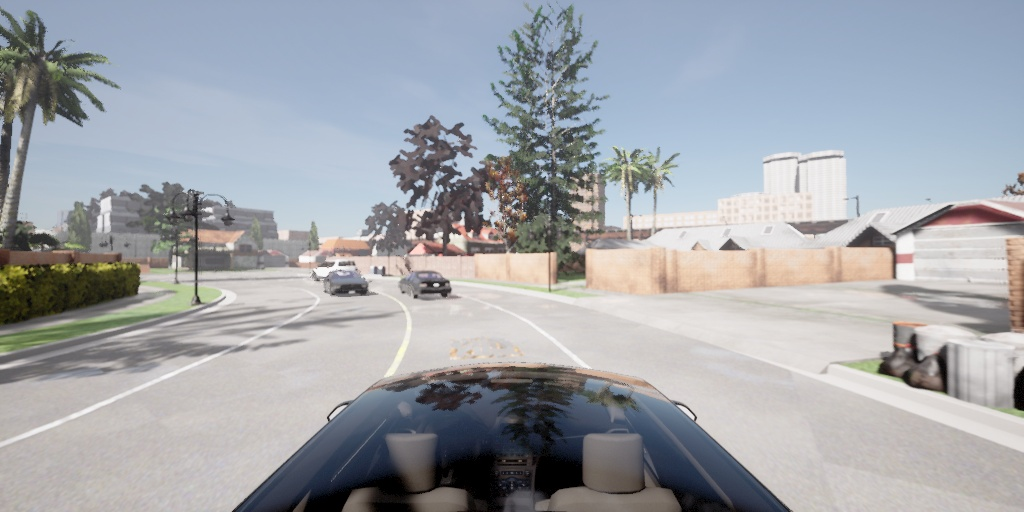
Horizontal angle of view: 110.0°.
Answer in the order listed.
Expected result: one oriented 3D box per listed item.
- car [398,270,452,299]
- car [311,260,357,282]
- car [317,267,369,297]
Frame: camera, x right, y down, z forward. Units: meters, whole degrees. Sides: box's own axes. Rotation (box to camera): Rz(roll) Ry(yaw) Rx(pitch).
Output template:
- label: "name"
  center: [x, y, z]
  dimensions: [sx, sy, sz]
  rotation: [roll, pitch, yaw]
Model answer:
- label: "car"
  center: [-4.934, 1.506, 19.897]
  dimensions: [2.033, 1.411, 5.357]
  rotation: [0, -1, -28]
- label: "car"
  center: [-16.293, 1.378, 32.959]
  dimensions: [5.566, 2.045, 2.150]
  rotation: [-1, -1, 39]
- label: "car"
  center: [-9.856, 1.541, 21.054]
  dimensions: [2.033, 1.411, 5.357]
  rotation: [0, -1, -33]
